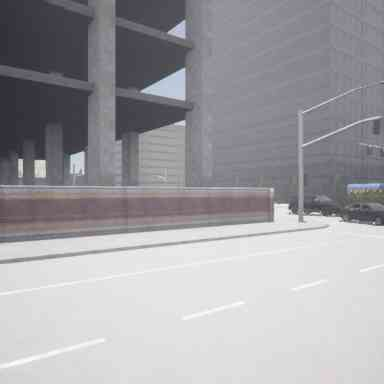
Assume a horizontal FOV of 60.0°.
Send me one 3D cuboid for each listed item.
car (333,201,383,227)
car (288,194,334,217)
[{"bbox_3d":[12.551,1.507,23.224,1.837,1.490,4.892,1,-1,-18],"label":"car"},{"bbox_3d":[11.943,1.220,32.049,2.150,2.045,5.566,0,0,-36],"label":"car"}]
